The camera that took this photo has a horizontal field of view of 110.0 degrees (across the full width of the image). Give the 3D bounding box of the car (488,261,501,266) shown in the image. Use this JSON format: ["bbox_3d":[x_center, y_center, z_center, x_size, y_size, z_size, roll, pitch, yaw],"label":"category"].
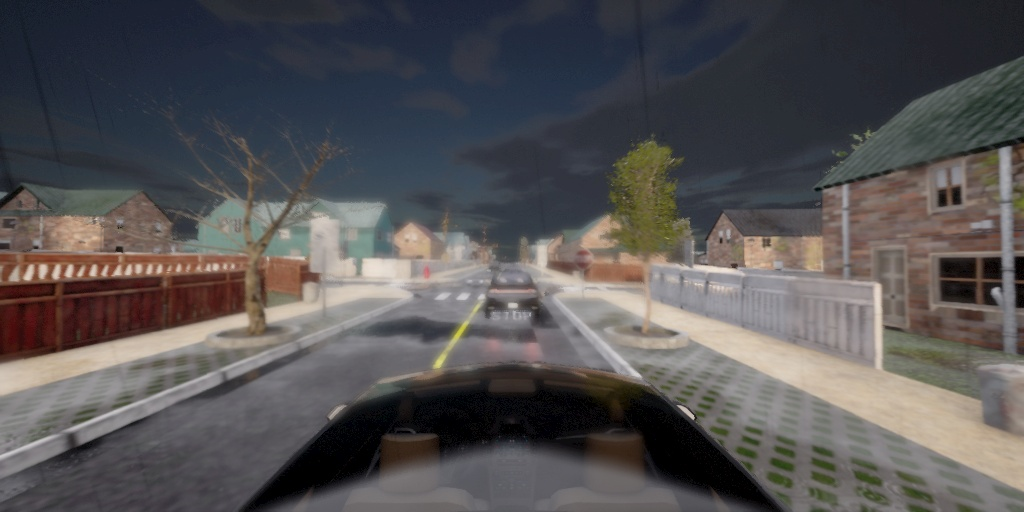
[{"bbox_3d":[-2.825,1.527,58.142,1.837,1.490,4.892,0,0,0],"label":"car"}]

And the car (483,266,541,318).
[{"bbox_3d":[-0.033,1.283,13.166,2.128,1.511,4.902,0,0,-2],"label":"car"}]

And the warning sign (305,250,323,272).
[{"bbox_3d":[-15.797,0.700,27.932,1.060,1.860,1.300,0,0,0],"label":"warning sign"}]
